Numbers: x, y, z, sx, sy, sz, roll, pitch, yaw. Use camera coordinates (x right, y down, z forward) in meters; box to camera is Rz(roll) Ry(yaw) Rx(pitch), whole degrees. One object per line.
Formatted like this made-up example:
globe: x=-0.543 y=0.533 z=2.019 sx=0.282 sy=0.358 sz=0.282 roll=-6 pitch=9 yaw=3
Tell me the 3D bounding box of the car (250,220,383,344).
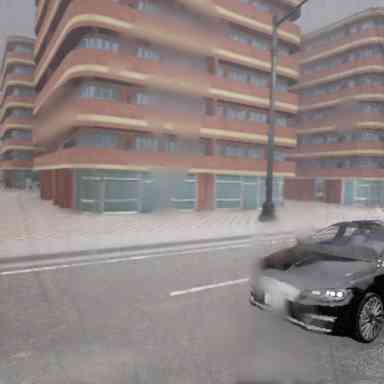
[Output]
car: x=3.250 y=1.326 z=6.159 sx=4.902 sy=1.511 sz=2.128 roll=0 pitch=3 yaw=-33
